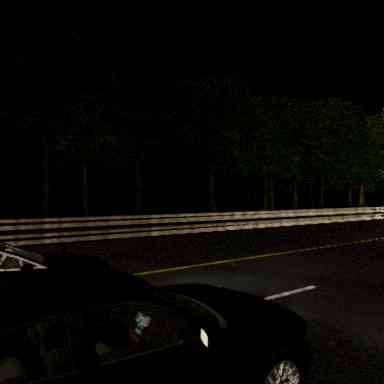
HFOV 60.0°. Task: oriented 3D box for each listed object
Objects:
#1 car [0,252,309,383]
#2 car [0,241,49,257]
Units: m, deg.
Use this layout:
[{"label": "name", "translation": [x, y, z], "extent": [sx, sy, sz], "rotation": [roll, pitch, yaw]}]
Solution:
[{"label": "car", "translation": [-0.970, 1.486, 3.055], "extent": [5.008, 1.535, 1.882], "rotation": [1, 0, -35]}, {"label": "car", "translation": [-3.662, 1.490, 5.434], "extent": [4.902, 1.511, 2.128], "rotation": [1, 0, -35]}]
